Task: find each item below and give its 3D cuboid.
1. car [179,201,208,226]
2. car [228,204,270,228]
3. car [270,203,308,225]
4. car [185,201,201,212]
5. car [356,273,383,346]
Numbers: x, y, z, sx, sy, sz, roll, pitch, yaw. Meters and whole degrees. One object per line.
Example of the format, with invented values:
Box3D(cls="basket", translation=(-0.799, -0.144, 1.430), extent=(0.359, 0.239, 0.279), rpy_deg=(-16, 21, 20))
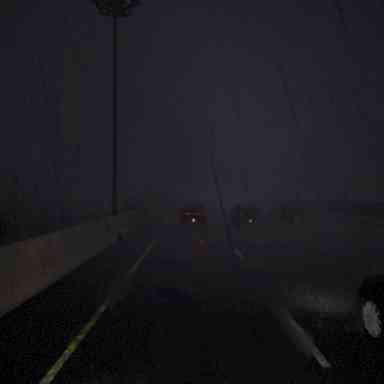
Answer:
Box3D(cls="car", translation=(0.104, 1.611, 24.222), extent=(1.837, 1.490, 4.892), rpy_deg=(0, 0, 0))
Box3D(cls="car", translation=(3.604, 1.591, 22.899), extent=(2.128, 1.511, 4.902), rpy_deg=(0, 0, 0))
Box3D(cls="car", translation=(7.104, 1.600, 24.925), extent=(2.128, 1.511, 4.902), rpy_deg=(0, 0, 0))
Box3D(cls="car", translation=(0.107, 1.783, 41.695), extent=(1.895, 1.301, 4.718), rpy_deg=(0, 0, 0))
Box3D(cls="car", translation=(3.601, 1.521, 3.516), extent=(1.837, 1.490, 4.892), rpy_deg=(0, 0, 0))
